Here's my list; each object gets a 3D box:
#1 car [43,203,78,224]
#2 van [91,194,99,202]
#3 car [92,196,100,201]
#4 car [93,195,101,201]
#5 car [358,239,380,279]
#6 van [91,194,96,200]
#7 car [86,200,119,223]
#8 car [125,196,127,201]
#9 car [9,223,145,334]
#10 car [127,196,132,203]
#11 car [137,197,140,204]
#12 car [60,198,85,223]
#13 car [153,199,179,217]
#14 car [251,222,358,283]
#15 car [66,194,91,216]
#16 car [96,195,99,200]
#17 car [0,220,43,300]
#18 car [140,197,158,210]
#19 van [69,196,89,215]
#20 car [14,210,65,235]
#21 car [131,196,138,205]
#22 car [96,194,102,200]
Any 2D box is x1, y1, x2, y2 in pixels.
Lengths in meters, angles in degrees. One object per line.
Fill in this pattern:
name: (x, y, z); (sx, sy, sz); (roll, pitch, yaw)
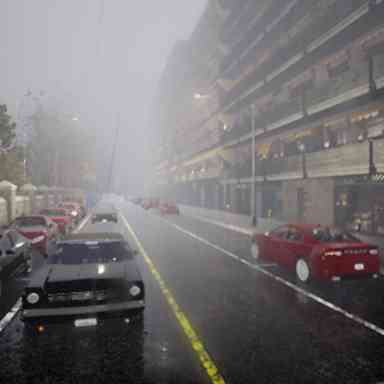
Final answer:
car: (-7.673, 1.542, 18.489); (1.887, 1.381, 4.507); (0, 0, -14)
van: (-22.805, 1.424, 78.543); (1.690, 1.788, 3.998); (0, 0, -14)
car: (-24.181, 1.677, 84.003); (1.802, 1.307, 4.206); (0, 0, -14)
car: (-25.557, 1.653, 89.463); (1.887, 1.381, 4.507); (0, 0, -14)
car: (4.581, 1.547, 4.158); (2.008, 1.369, 4.403); (0, 0, -14)
van: (-14.552, 1.370, 45.786); (1.690, 1.788, 3.998); (0, 0, -14)
car: (-6.520, 1.549, 24.923); (2.033, 1.411, 5.357); (0, 0, -14)
car: (-14.720, 1.604, 80.756); (1.752, 1.417, 4.829); (0, 0, -14)
car: (-2.106, 1.599, 7.007); (1.895, 1.301, 4.718); (0, 0, -14)
car: (-11.928, 1.497, 69.672); (1.967, 1.590, 4.097); (0, 0, -14)
car: (-6.425, 1.607, 47.834); (1.802, 1.307, 4.206); (0, 0, -14)
car: (-9.047, 1.443, 23.946); (1.967, 1.590, 4.097); (0, 0, -14)
car: (-2.297, 1.587, 31.454); (1.802, 1.307, 4.206); (0, 0, -14)
car: (3.205, 1.539, 9.618); (1.887, 1.381, 4.507); (0, 0, -14)
car: (-10.424, 1.324, 29.407); (2.192, 1.841, 5.009); (0, 0, -14)
car: (-17.303, 1.609, 56.706); (1.947, 1.339, 4.313); (0, 0, -14)
car: (-4.921, 1.565, 7.571); (1.947, 1.339, 4.313); (0, 0, -14)
car: (-5.049, 1.458, 42.374); (1.967, 1.590, 4.097); (0, 0, -14)
van: (-11.800, 1.357, 34.867); (1.690, 1.788, 3.998); (0, 0, -14)
car: (-6.297, 1.579, 13.031); (1.802, 1.307, 4.206); (0, 0, -14)
car: (-9.177, 1.605, 58.754); (1.947, 1.339, 4.313); (0, 0, -14)
car: (-20.054, 1.376, 67.625); (2.192, 1.841, 5.009); (0, 0, -14)
